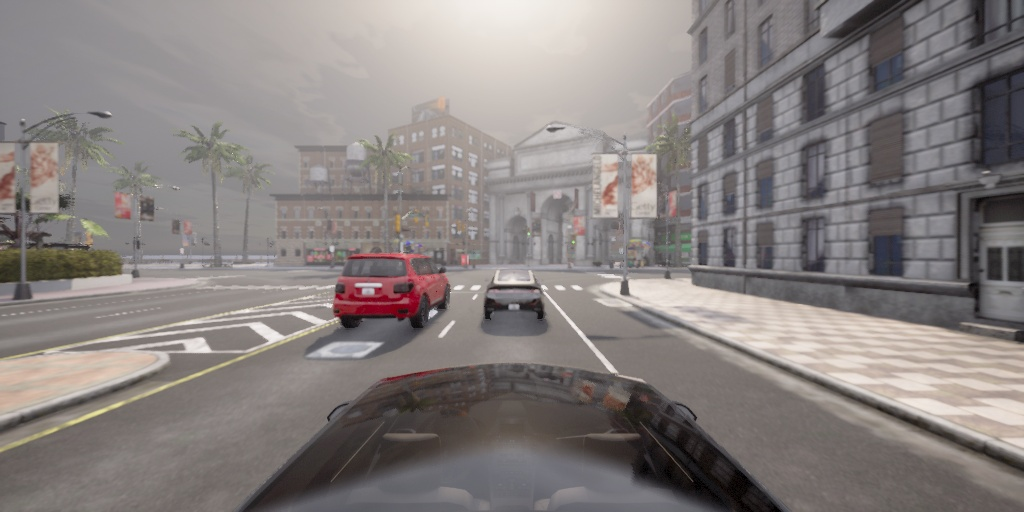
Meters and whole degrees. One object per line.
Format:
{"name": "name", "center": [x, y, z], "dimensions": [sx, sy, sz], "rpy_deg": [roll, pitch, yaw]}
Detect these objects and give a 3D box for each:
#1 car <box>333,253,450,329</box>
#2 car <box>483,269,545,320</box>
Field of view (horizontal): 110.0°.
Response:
{"name": "car", "center": [-3.436, 0.940, 11.296], "dimensions": [2.150, 2.045, 5.566], "rpy_deg": [0, 0, 0]}
{"name": "car", "center": [0.070, 1.207, 12.420], "dimensions": [2.128, 1.511, 4.902], "rpy_deg": [0, 0, 0]}
